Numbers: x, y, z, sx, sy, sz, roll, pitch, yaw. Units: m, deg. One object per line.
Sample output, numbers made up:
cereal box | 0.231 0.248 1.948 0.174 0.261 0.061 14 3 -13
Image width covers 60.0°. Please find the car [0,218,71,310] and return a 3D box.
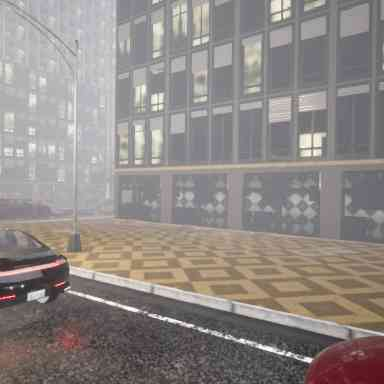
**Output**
car | -4.550 1.488 6.902 4.902 1.511 2.128 0 0 35

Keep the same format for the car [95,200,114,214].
car | -8.751 1.828 39.672 1.752 1.417 4.829 1 0 36

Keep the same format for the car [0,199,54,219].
car | -15.532 1.518 30.448 2.192 1.841 5.009 1 0 36

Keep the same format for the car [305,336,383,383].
car | 2.937 1.526 1.602 4.674 1.442 1.812 0 0 35

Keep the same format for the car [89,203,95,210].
car | -11.766 1.759 45.331 1.812 1.442 4.674 1 0 36

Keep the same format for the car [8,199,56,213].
car | -19.046 1.641 39.817 1.752 1.417 4.829 1 0 36
